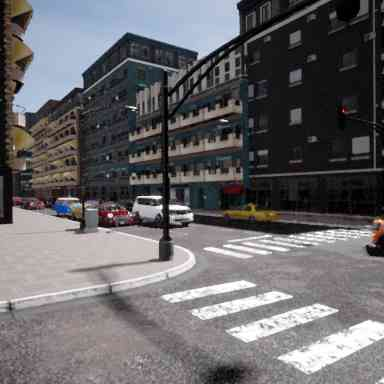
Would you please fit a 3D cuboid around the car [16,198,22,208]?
[{"bbox_3d":[-25.152,1.769,50.953,1.947,1.339,4.313,-1,1,-36],"label":"car"}]

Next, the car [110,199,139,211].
[{"bbox_3d":[-8.677,1.579,42.324,2.008,1.369,4.403,-1,1,-36],"label":"car"}]

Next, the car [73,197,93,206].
[{"bbox_3d":[-18.337,1.642,55.828,1.947,1.339,4.313,-1,1,-36],"label":"car"}]

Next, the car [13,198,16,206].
[{"bbox_3d":[-31.592,1.782,59.956,1.887,1.381,4.507,-1,1,-36],"label":"car"}]

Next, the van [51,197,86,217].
[{"bbox_3d":[-12.276,1.482,32.946,1.690,1.788,3.998,-1,1,-36],"label":"van"}]

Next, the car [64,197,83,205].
[{"bbox_3d":[-21.556,1.643,60.329,2.008,1.369,4.403,-1,1,-36],"label":"car"}]

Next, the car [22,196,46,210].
[{"bbox_3d":[-21.934,1.627,46.451,1.967,1.590,4.097,-1,1,-36],"label":"car"}]

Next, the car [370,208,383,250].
[{"bbox_3d":[9.074,1.338,12.126,4.553,1.767,2.097,0,0,25],"label":"car"}]

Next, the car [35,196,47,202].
[{"bbox_3d":[-37.655,1.726,82.836,1.887,1.381,4.507,-1,1,-36],"label":"car"}]

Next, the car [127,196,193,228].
[{"bbox_3d":[-2.221,1.286,23.343,2.150,2.045,5.566,-1,1,-35],"label":"car"}]

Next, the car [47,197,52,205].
[{"bbox_3d":[-17.374,1.682,44.616,2.033,1.411,5.357,-1,0,-35],"label":"car"}]

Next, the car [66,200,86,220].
[{"bbox_3d":[-8.955,1.651,28.309,1.752,1.417,4.829,-1,1,-36],"label":"car"}]

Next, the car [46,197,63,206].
[{"bbox_3d":[-25.361,1.645,61.197,1.837,1.490,4.892,-1,0,-36],"label":"car"}]

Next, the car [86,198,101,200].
[{"bbox_3d":[-10.742,1.652,35.267,2.033,1.411,5.357,-1,0,-35],"label":"car"}]

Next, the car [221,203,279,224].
[{"bbox_3d":[4.102,1.496,24.458,1.752,1.417,4.829,-1,1,-36],"label":"car"}]

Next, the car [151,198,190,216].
[{"bbox_3d":[-2.239,1.439,33.321,1.967,1.590,4.097,-1,1,-36],"label":"car"}]

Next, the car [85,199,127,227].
[{"bbox_3d":[-5.836,1.552,23.946,1.967,1.590,4.097,-1,1,-36],"label":"car"}]
